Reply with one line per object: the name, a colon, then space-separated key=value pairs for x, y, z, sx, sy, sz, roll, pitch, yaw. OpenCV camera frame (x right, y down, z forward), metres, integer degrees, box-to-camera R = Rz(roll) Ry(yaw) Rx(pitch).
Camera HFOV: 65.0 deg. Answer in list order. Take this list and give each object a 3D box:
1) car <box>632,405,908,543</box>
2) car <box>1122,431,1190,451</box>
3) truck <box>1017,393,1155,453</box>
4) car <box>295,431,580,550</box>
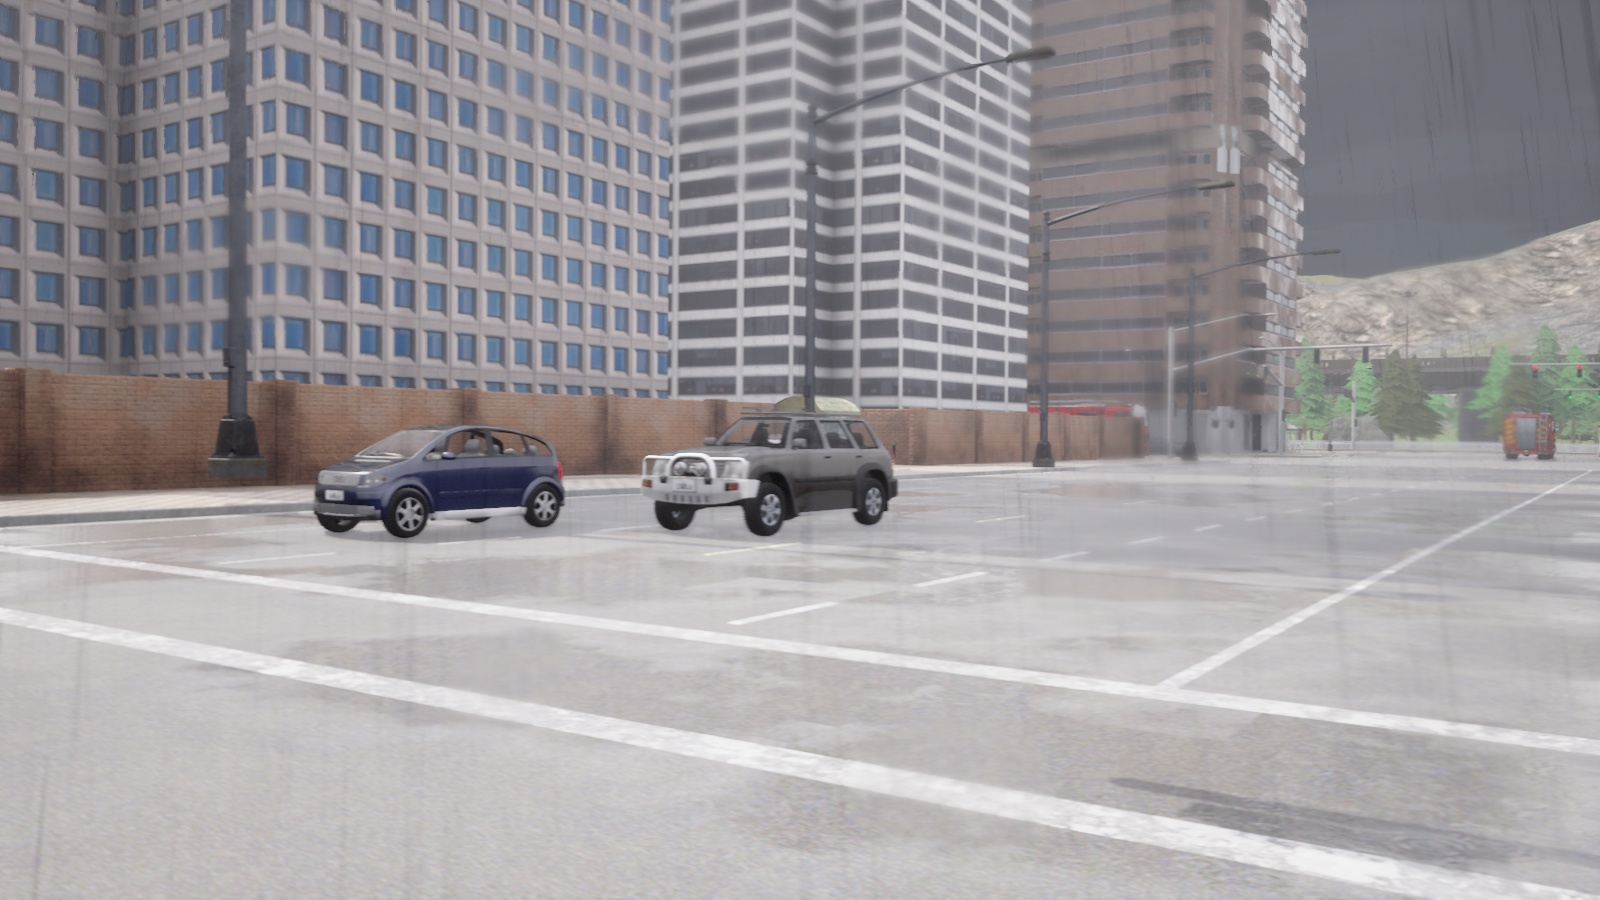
car: x=-0.311 y=0.285 z=19.330 sx=1.932 sy=1.855 sz=4.605 roll=0 pitch=1 yaw=34
car: x=24.923 y=-0.636 z=87.918 sx=4.181 sy=1.385 sz=1.994 roll=0 pitch=1 yaw=34
truck: x=18.963 y=-1.750 z=83.467 sx=8.468 sy=3.827 sz=2.891 roll=0 pitch=1 yaw=34
car: x=-5.178 y=0.503 z=18.368 sx=1.789 sy=1.549 sz=3.705 roll=0 pitch=1 yaw=34
